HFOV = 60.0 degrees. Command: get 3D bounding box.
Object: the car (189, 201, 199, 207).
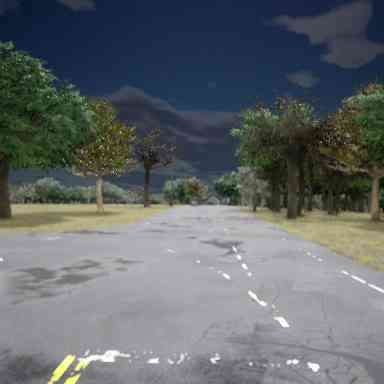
[{"bbox_3d":[0.563,2.925,81.157,2.033,1.411,5.357,1,-1,7],"label":"car"}]
